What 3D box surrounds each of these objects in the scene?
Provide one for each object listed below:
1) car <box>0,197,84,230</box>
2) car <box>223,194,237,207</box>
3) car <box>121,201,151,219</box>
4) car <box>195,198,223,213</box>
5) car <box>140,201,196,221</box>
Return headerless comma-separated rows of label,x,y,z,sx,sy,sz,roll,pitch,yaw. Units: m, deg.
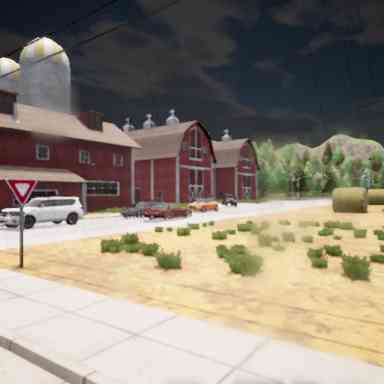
car,-10.277,1.379,23.203,2.150,2.045,5.566,-1,0,35
car,6.031,1.342,53.907,1.905,1.878,3.866,5,1,-8
car,-4.575,1.664,31.421,1.837,1.490,4.892,-1,0,35
car,1.300,1.513,39.878,2.097,1.767,4.553,-1,0,35
car,-1.963,1.729,28.680,1.895,1.301,4.718,-1,0,35
